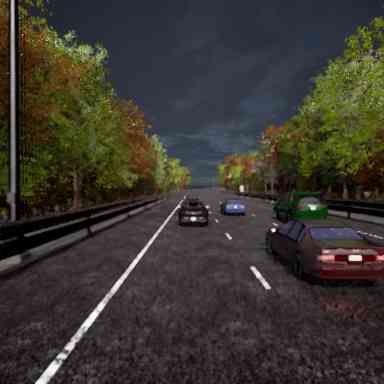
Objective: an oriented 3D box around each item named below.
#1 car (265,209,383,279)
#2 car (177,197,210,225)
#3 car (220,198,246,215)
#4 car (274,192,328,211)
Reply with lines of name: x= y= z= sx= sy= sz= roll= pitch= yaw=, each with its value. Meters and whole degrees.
car: x=3.595 y=1.477 z=9.837 sx=2.033 sy=1.411 sz=5.357 roll=0 pitch=1 yaw=0
car: x=0.090 y=1.298 z=21.853 sx=1.837 sy=1.490 sz=4.892 roll=0 pitch=1 yaw=0
car: x=3.586 y=1.248 z=29.836 sx=2.033 sy=1.411 sz=5.357 roll=0 pitch=1 yaw=0
car: x=7.090 y=1.011 z=22.145 sx=2.150 sy=2.045 sz=5.566 roll=0 pitch=1 yaw=0
